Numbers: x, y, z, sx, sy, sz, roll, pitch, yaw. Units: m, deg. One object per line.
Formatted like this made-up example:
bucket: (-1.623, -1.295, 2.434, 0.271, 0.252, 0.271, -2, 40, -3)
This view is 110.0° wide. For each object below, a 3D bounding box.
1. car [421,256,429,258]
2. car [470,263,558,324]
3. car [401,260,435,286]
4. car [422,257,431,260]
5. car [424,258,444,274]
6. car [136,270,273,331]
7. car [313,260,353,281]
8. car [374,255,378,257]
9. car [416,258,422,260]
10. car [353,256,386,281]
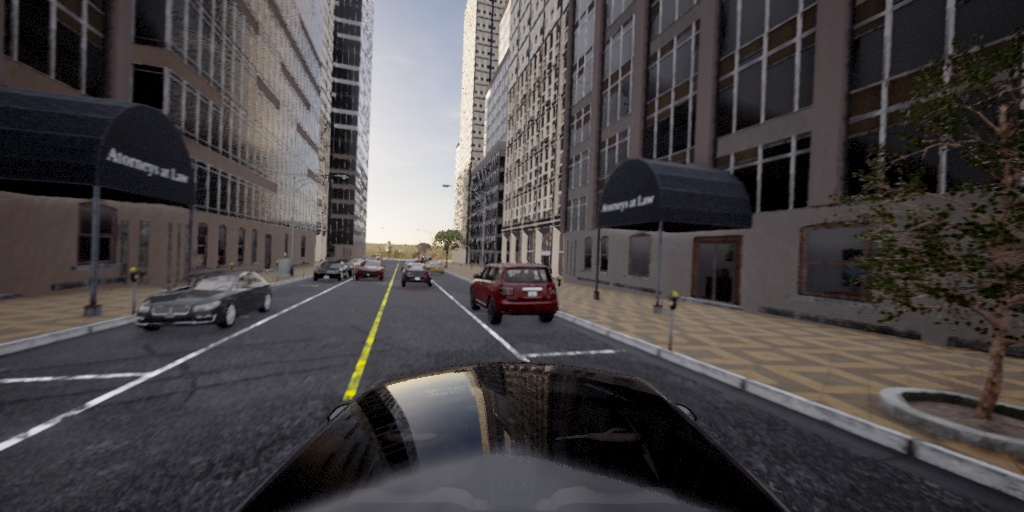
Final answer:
car: (-13.455, 0.974, 55.766, 2.192, 1.841, 5.009, 0, 0, -17)
car: (-0.139, 1.141, 12.363, 2.192, 1.841, 5.009, 0, 0, -17)
car: (-6.538, 1.219, 24.476, 1.812, 1.442, 4.674, 2, 0, -17)
car: (-10.176, 1.231, 45.077, 1.751, 1.417, 4.829, 0, 0, -17)
car: (-8.512, 1.253, 39.653, 1.751, 1.417, 4.829, 0, 0, -17)
car: (-8.164, 1.083, 9.960, 2.007, 1.370, 4.403, 0, 0, -17)
car: (-13.156, 1.043, 26.235, 1.948, 1.339, 4.313, 0, 0, -17)
car: (-21.477, 0.947, 53.360, 1.802, 1.307, 4.207, 0, 0, -17)
car: (-12.528, 1.163, 43.997, 2.033, 1.411, 5.357, 2, 0, -17)
car: (-10.828, 1.045, 27.678, 1.882, 1.535, 5.008, 2, -1, -17)
